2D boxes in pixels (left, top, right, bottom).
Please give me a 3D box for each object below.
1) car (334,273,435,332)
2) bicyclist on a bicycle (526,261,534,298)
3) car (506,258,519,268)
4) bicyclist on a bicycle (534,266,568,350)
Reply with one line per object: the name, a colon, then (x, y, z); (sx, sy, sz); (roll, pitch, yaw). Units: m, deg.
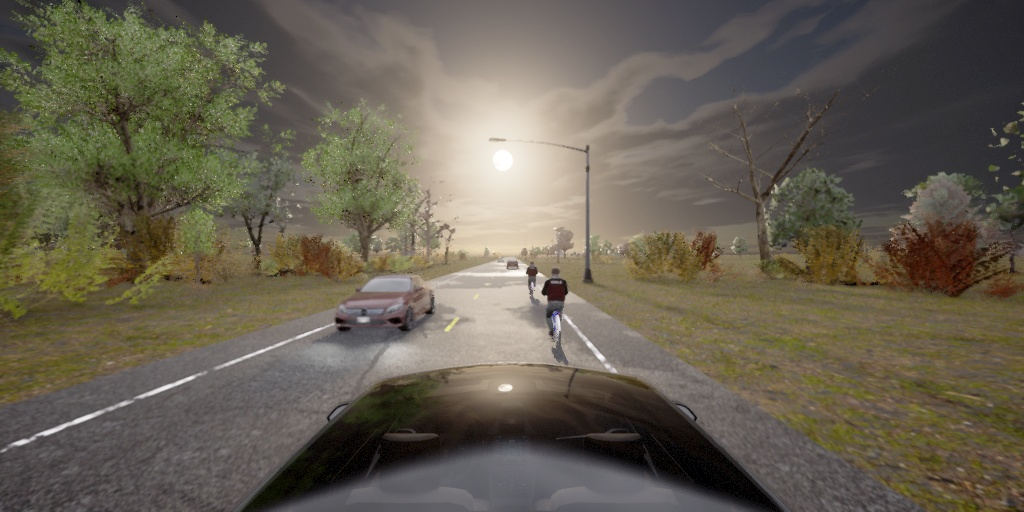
car: (-3.587, 1.275, 10.980); (1.812, 1.442, 4.674); (0, 0, 0)
bicyclist on a bicycle: (0.962, 1.120, 17.365); (0.659, 1.776, 1.843); (0, 0, 0)
car: (0.100, 1.215, 59.725); (1.882, 1.535, 5.008); (0, 0, 0)
bicyclist on a bicycle: (0.962, 1.121, 8.156); (0.659, 1.776, 1.843); (0, 0, 0)
